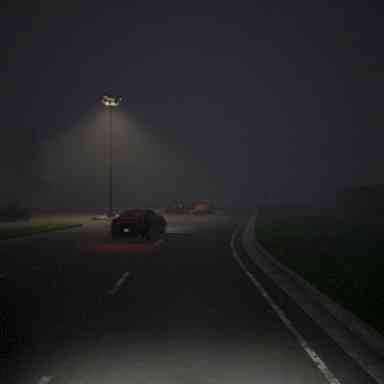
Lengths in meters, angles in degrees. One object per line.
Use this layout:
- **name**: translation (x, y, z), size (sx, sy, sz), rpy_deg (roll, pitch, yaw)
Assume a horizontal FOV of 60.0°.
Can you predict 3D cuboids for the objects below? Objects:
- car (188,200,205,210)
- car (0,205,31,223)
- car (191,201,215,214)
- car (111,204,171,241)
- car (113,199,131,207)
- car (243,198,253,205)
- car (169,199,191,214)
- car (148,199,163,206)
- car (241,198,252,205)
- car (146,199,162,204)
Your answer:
- **car**: translation (0.842, 2.096, 54.404), size (1.994, 1.385, 4.181), rpy_deg (0, -1, 12)
- **car**: translation (-16.328, 1.877, 29.503), size (1.812, 1.442, 4.674), rpy_deg (0, -1, 13)
- **car**: translation (1.666, 1.874, 40.891), size (1.882, 1.535, 5.008), rpy_deg (0, -1, 12)
- **car**: translation (-2.748, 1.667, 18.079), size (1.882, 1.535, 5.008), rpy_deg (0, -1, 8)
- **car**: translation (-12.968, 2.134, 61.780), size (1.882, 1.535, 5.008), rpy_deg (0, -1, 12)
- **car**: translation (13.881, 2.283, 82.266), size (2.128, 1.511, 4.902), rpy_deg (0, -1, 12)
- **car**: translation (-1.708, 1.771, 41.844), size (2.097, 1.767, 4.553), rpy_deg (0, -1, 12)
- **car**: translation (-7.638, 2.112, 69.921), size (1.994, 1.385, 4.181), rpy_deg (0, -1, 12)
- **car**: translation (11.996, 2.032, 73.351), size (2.097, 1.767, 4.553), rpy_deg (0, -1, 12)
- **car**: translation (-6.723, 2.193, 57.585), size (1.895, 1.301, 4.718), rpy_deg (0, -1, 12)
